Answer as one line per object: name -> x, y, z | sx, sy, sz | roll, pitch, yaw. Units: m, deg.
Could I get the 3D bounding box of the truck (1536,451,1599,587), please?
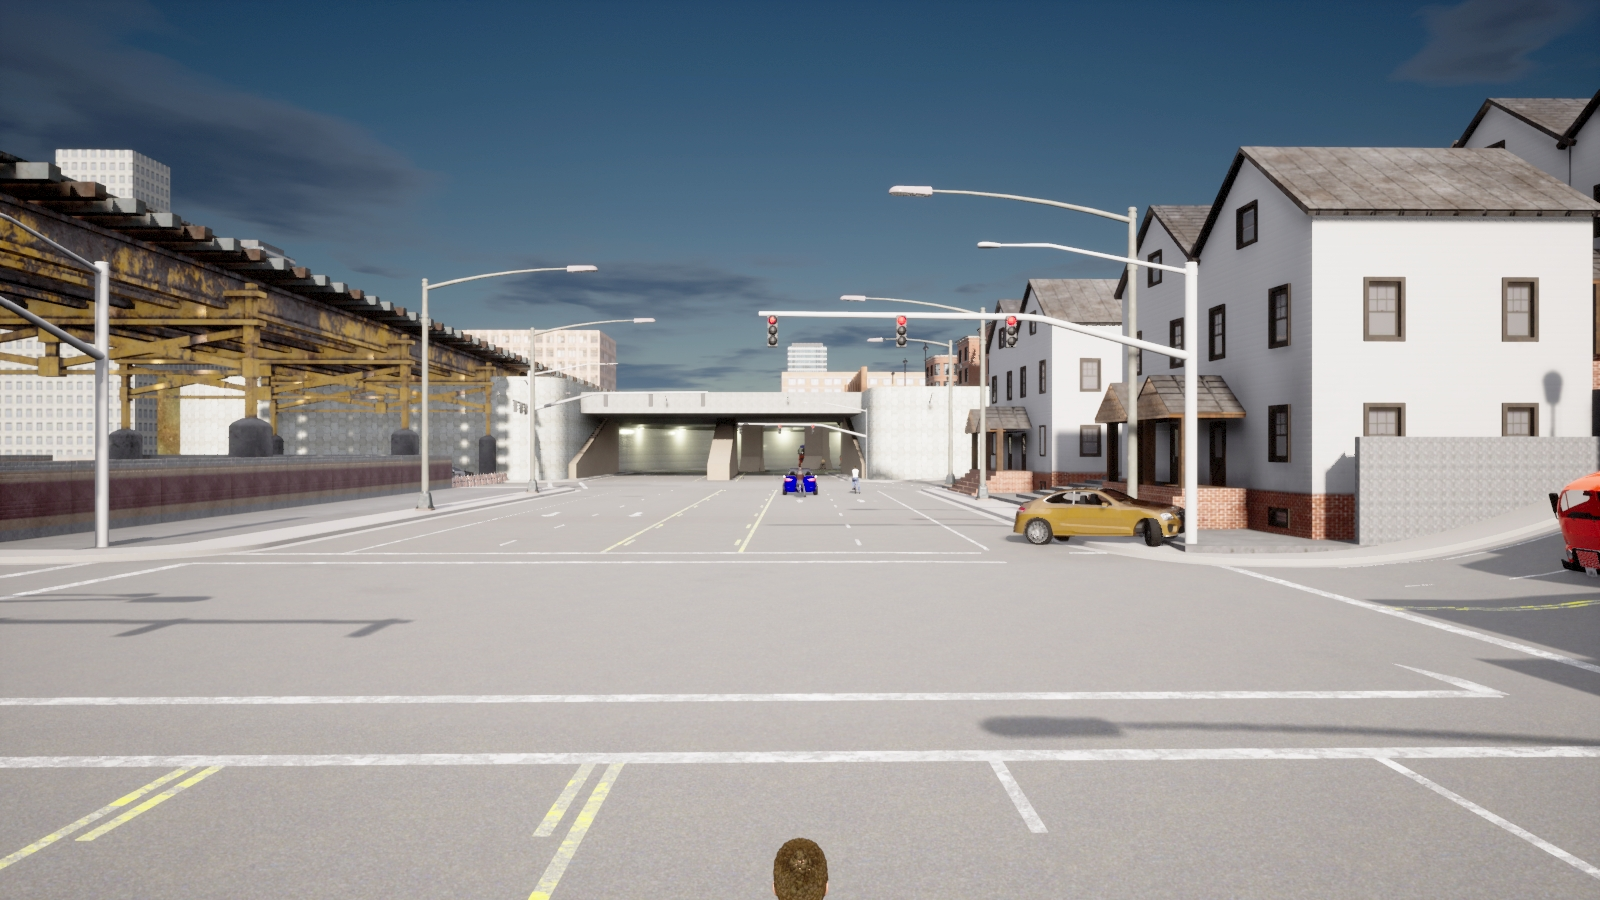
truck -> 18.366, 0.881, 22.796 | 5.204, 2.467, 2.627 | -16, 0, -1

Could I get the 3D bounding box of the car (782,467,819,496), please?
car -> 0.007, 1.942, 71.643 | 2.242, 1.667, 4.611 | 0, 0, 0

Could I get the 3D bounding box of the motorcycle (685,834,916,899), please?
motorcycle -> 0.002, 2.172, 3.626 | 0.803, 1.224, 2.033 | 0, 0, 0

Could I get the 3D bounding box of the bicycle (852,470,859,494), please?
bicycle -> 3.507, 2.018, 72.556 | 0.373, 1.521, 1.643 | 0, 0, 0

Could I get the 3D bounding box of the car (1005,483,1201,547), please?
car -> 8.815, 1.903, 33.460 | 5.027, 1.651, 2.152 | -3, 0, 36
